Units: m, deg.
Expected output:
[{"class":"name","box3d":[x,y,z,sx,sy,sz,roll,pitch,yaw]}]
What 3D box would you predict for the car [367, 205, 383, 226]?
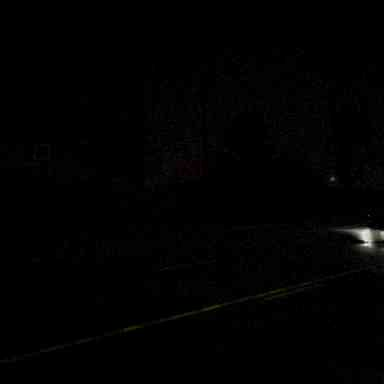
[{"class":"car","box3d":[13.746,1.498,22.393,5.008,1.535,1.882,0,0,-35]}]
